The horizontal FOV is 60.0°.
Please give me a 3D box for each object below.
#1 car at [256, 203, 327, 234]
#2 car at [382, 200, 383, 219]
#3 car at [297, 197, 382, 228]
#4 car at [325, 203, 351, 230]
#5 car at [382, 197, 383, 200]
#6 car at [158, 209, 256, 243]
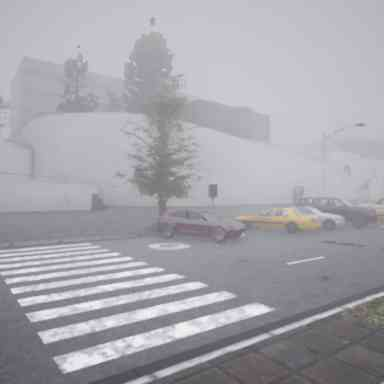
[{"bbox_3d":[5.128,1.628,20.537,5.366,1.575,1.946,-1,-1,34],"label":"car"},{"bbox_3d":[15.182,1.650,27.363,5.366,1.575,1.946,-1,-1,34],"label":"car"},{"bbox_3d":[10.184,1.403,23.944,5.566,2.045,2.435,-1,-1,34],"label":"car"},{"bbox_3d":[7.719,1.681,22.199,4.674,1.452,2.002,-1,-1,34],"label":"car"},{"bbox_3d":[17.438,1.400,29.238,5.566,2.045,2.435,-1,-1,34],"label":"car"},{"bbox_3d":[0.439,1.622,16.912,4.792,1.488,2.163,-1,-1,34],"label":"car"}]
